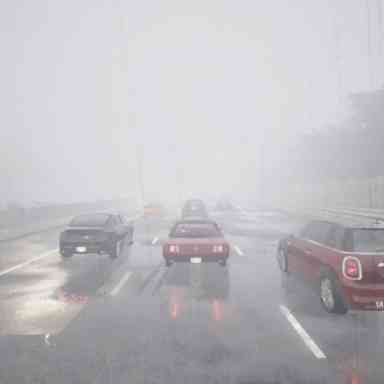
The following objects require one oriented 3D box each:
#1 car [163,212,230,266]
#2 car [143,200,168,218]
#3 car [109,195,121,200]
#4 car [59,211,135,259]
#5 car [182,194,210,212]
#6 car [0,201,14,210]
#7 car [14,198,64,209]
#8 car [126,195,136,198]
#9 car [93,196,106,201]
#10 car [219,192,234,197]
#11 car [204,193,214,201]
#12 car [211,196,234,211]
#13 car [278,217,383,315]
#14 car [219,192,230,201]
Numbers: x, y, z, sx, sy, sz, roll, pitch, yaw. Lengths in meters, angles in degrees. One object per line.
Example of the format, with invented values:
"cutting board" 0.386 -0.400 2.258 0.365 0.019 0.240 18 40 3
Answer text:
"car" 0.123 1.597 11.418 1.895 1.301 4.718 0 0 0
"car" -3.283 1.469 30.560 1.882 1.535 5.008 0 0 0
"car" -16.909 1.490 73.413 1.812 1.442 4.674 0 0 1
"car" -3.373 1.500 12.574 1.837 1.490 4.892 0 0 0
"car" 0.205 1.344 28.811 2.097 1.767 4.553 0 0 0
"car" -17.478 1.539 31.141 2.033 1.411 5.357 0 0 0
"car" -13.979 1.539 31.088 2.033 1.411 5.357 0 0 0
"car" -13.410 1.467 73.357 1.837 1.490 4.892 0 0 1
"car" -20.409 1.561 73.439 1.895 1.301 4.718 0 0 1
"car" 7.397 1.066 68.813 2.150 2.045 5.566 0 0 2
"car" 4.118 1.512 74.957 1.837 1.490 4.892 0 0 1
"car" 3.684 1.560 39.595 1.994 1.385 4.181 0 0 1
"car" 3.505 1.359 7.706 2.097 1.767 4.553 0 0 0
"car" 7.669 1.132 78.092 2.150 2.045 5.566 0 0 1
